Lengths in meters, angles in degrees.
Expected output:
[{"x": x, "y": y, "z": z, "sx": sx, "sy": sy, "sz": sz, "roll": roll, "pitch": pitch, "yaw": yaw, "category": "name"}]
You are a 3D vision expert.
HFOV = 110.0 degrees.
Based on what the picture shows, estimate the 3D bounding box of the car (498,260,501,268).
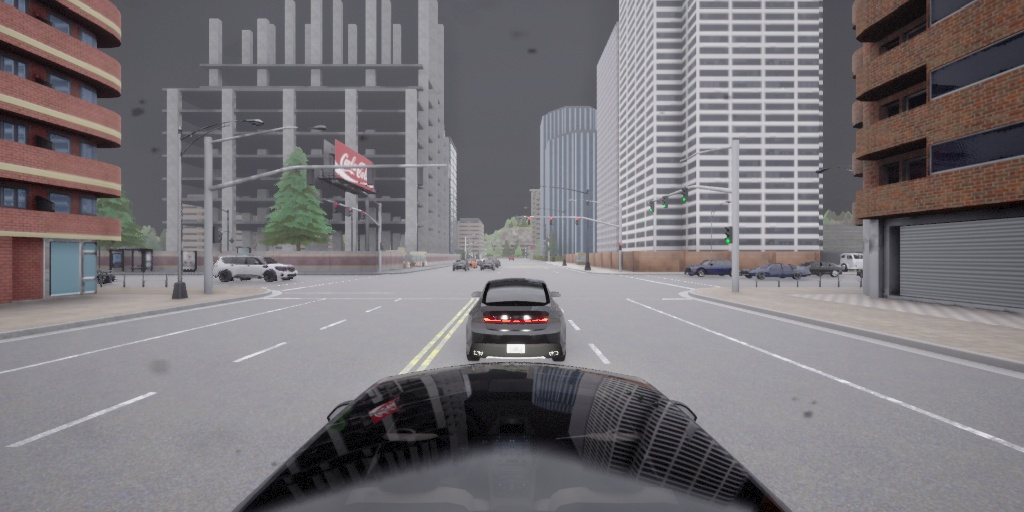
[{"x": -3.295, "y": 1.102, "z": 60.422, "sx": 2.097, "sy": 1.767, "sz": 4.553, "roll": 0, "pitch": 0, "yaw": 0, "category": "car"}]

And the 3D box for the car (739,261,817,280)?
[{"x": 22.804, "y": 1.297, "z": 31.202, "sx": 5.357, "sy": 1.411, "sz": 2.033, "roll": 0, "pitch": 0, "yaw": 0, "category": "car"}]

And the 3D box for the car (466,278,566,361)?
[{"x": 0.093, "y": 1.255, "z": 8.235, "sx": 1.837, "sy": 1.490, "sz": 4.892, "roll": 0, "pitch": 0, "yaw": 1, "category": "car"}]

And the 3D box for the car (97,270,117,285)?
[{"x": -29.306, "y": 1.314, "z": 23.974, "sx": 4.181, "sy": 1.385, "sz": 1.994, "roll": 0, "pitch": 0, "yaw": 0, "category": "car"}]

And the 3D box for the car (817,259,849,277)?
[{"x": 29.064, "y": 1.255, "z": 34.695, "sx": 4.892, "sy": 1.490, "sz": 1.837, "roll": 0, "pitch": 0, "yaw": 0, "category": "car"}]

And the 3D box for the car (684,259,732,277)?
[{"x": 19.214, "y": 1.102, "z": 34.700, "sx": 4.553, "sy": 1.767, "sz": 2.097, "roll": 0, "pitch": 0, "yaw": 0, "category": "car"}]

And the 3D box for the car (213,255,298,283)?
[{"x": -19.585, "y": 0.970, "z": 27.477, "sx": 5.566, "sy": 2.045, "sz": 2.150, "roll": 0, "pitch": 0, "yaw": 0, "category": "car"}]

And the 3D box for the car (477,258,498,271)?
[{"x": -3.360, "y": 1.255, "z": 50.297, "sx": 1.837, "sy": 1.490, "sz": 4.892, "roll": 0, "pitch": 0, "yaw": 0, "category": "car"}]

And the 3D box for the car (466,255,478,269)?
[{"x": -6.812, "y": 1.102, "z": 57.973, "sx": 2.097, "sy": 1.767, "sz": 4.553, "roll": 0, "pitch": 0, "yaw": 0, "category": "car"}]

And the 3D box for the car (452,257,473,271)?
[{"x": -6.869, "y": 1.255, "z": 48.767, "sx": 1.837, "sy": 1.490, "sz": 4.892, "roll": 0, "pitch": 0, "yaw": 0, "category": "car"}]

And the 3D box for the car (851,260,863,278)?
[{"x": 32.716, "y": 1.314, "z": 31.192, "sx": 4.181, "sy": 1.385, "sz": 1.994, "roll": 0, "pitch": 0, "yaw": 0, "category": "car"}]
